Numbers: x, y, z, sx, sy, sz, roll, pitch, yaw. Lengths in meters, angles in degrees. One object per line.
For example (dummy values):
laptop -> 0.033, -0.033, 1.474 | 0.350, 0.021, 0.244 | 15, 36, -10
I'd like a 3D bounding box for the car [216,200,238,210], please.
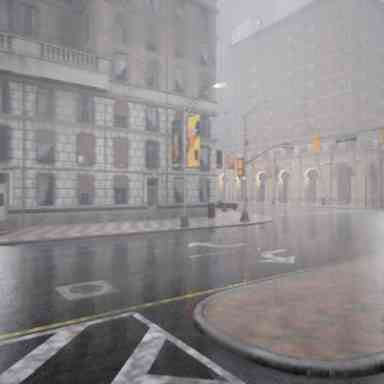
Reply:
car -> 3.882, 1.641, 43.819 | 1.895, 1.301, 4.718 | 0, 0, -36
